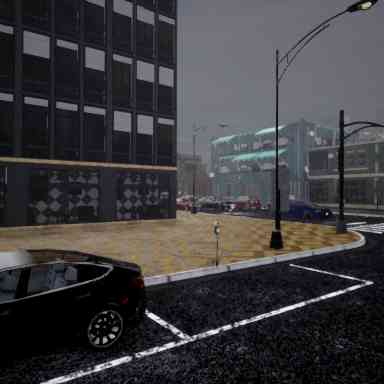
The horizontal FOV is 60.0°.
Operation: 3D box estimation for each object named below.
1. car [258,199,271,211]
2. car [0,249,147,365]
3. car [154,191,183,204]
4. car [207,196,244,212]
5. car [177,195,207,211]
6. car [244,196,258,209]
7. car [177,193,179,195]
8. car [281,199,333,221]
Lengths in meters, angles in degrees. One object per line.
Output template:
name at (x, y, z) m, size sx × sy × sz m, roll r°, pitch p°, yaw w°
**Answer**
car at (9.311, 1.340, 34.189) m, size 1.802 × 1.307 × 4.206 m, roll 1°, pitch 0°, yaw -36°
car at (-2.715, 1.566, 4.618) m, size 4.313 × 1.339 × 1.947 m, roll 0°, pitch 0°, yaw -35°
car at (-3.794, 0.794, 52.085) m, size 2.192 × 1.841 × 5.009 m, roll 1°, pitch 0°, yaw -36°
car at (2.463, 1.177, 33.728) m, size 2.128 × 1.511 × 4.902 m, roll 0°, pitch 0°, yaw -36°
car at (-0.728, 1.231, 33.712) m, size 1.802 × 1.307 × 4.206 m, roll 1°, pitch 0°, yaw -36°
car at (6.035, 1.130, 38.665) m, size 1.967 × 1.590 × 4.097 m, roll 1°, pitch 0°, yaw -36°
car at (-3.099, 1.131, 41.329) m, size 1.994 × 1.385 × 4.181 m, roll 0°, pitch 1°, yaw -36°
car at (8.506, 1.376, 25.381) m, size 1.994 × 1.385 × 4.181 m, roll 0°, pitch 0°, yaw -34°
